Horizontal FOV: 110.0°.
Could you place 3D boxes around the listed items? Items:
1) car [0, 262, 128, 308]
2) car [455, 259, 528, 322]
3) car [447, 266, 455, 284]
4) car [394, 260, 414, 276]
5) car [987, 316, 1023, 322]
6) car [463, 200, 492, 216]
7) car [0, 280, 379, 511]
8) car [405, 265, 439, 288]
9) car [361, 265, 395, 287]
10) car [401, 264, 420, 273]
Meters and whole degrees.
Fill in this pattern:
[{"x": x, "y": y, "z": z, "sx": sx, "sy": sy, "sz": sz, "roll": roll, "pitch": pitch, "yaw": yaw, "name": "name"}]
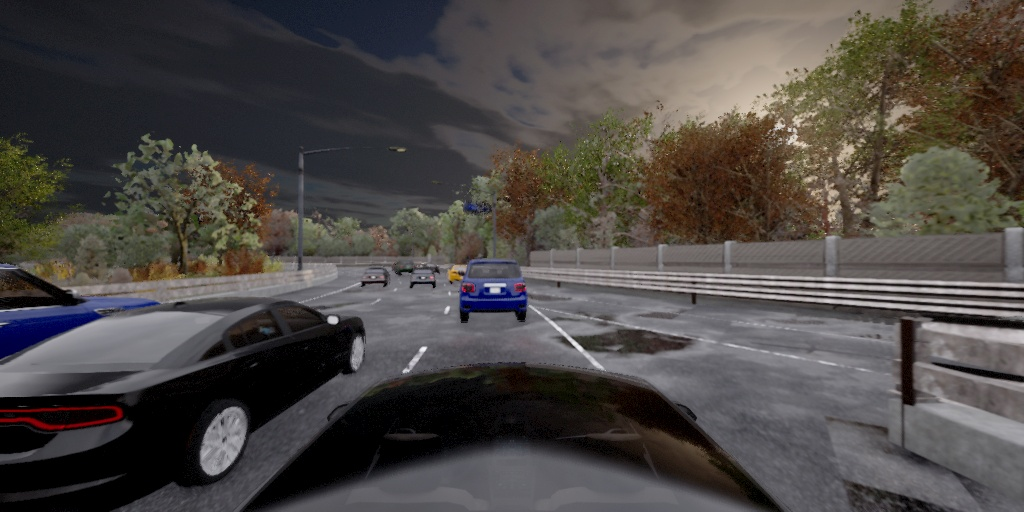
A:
[{"x": -7.024, "y": 1.008, "z": 3.981, "sx": 2.150, "sy": 2.045, "sz": 5.566, "roll": 0, "pitch": -1, "yaw": -2, "name": "car"}, {"x": -0.792, "y": 1.120, "z": 13.230, "sx": 2.150, "sy": 2.045, "sz": 5.566, "roll": 0, "pitch": 0, "yaw": -6, "name": "car"}, {"x": -4.714, "y": 1.613, "z": 32.076, "sx": 1.882, "sy": 1.535, "sz": 5.008, "roll": 0, "pitch": -1, "yaw": -14, "name": "car"}, {"x": -14.453, "y": 1.571, "z": 48.332, "sx": 2.150, "sy": 2.045, "sz": 5.566, "roll": 0, "pitch": -1, "yaw": -25, "name": "car"}, {"x": 9.869, "y": 1.283, "z": 4.693, "sx": 1.837, "sy": 1.490, "sz": 4.892, "roll": 0, "pitch": 0, "yaw": -36, "name": "car"}, {"x": -5.605, "y": -7.444, "z": 57.585, "sx": 2.150, "sy": 2.045, "sz": 5.566, "roll": 5, "pitch": 10, "yaw": -45, "name": "car"}, {"x": -3.579, "y": 1.268, "z": 4.652, "sx": 1.882, "sy": 1.535, "sz": 5.008, "roll": 0, "pitch": -1, "yaw": -2, "name": "car"}, {"x": -6.880, "y": 1.629, "z": 27.569, "sx": 2.033, "sy": 1.411, "sz": 5.357, "roll": 0, "pitch": -1, "yaw": -15, "name": "car"}, {"x": -10.675, "y": 1.641, "z": 28.266, "sx": 2.033, "sy": 1.411, "sz": 5.357, "roll": 0, "pitch": -1, "yaw": -15, "name": "car"}, {"x": -17.029, "y": 2.064, "z": 60.108, "sx": 1.994, "sy": 1.385, "sz": 4.181, "roll": 0, "pitch": -1, "yaw": -32, "name": "car"}]
